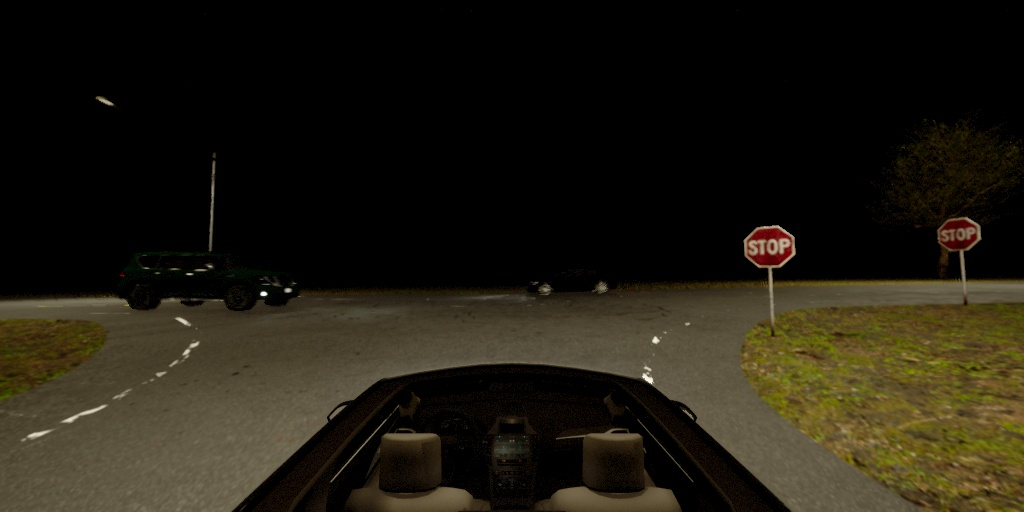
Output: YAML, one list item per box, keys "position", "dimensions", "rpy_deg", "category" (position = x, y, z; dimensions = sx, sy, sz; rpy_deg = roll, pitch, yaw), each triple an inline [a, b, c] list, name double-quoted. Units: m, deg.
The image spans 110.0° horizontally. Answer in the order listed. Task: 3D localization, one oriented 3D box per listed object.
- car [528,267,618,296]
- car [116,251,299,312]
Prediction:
- position: [3.370, 1.394, 20.228]
  dimensions: [5.008, 1.535, 1.882]
  rpy_deg: [-2, -3, -1]
  category: "car"
- position: [-10.949, 0.889, 13.137]
  dimensions: [5.566, 2.045, 2.150]
  rpy_deg: [0, -3, 0]
  category: "car"
